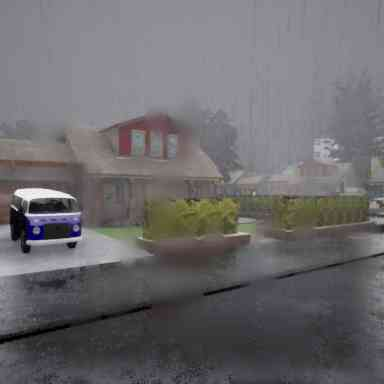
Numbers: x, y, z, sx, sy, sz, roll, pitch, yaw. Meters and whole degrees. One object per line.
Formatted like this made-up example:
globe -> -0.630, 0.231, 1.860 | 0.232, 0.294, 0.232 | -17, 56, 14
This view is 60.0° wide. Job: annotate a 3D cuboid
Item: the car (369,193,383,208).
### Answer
car -> 23.743, 0.986, 40.873 | 3.866, 1.878, 1.905 | 0, 0, -1
